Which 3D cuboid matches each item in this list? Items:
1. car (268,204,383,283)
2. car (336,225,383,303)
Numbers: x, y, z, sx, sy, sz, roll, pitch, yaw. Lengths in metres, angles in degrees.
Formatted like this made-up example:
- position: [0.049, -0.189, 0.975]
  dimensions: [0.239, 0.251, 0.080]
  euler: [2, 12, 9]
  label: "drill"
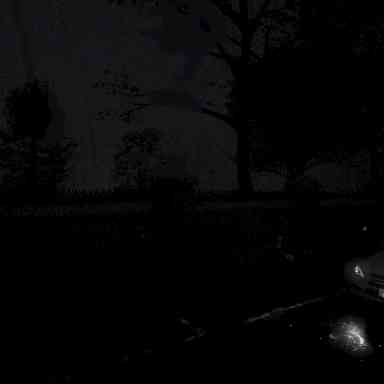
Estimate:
- position: [4.475, 1.314, 9.752]
  dimensions: [5.009, 1.841, 2.192]
  euler: [0, 0, -36]
  label: "car"
- position: [5.320, 1.524, 7.172]
  dimensions: [4.674, 1.442, 1.812]
  euler: [0, 0, -36]
  label: "car"
